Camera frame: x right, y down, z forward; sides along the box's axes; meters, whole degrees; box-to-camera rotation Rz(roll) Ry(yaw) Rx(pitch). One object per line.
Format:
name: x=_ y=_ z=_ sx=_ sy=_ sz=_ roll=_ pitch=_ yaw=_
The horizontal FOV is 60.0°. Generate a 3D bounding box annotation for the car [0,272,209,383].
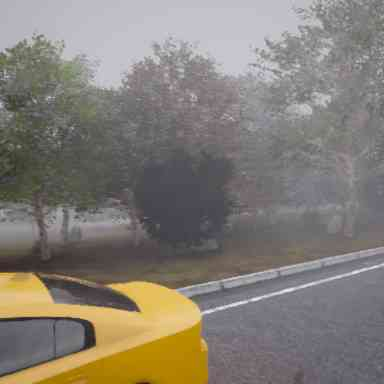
car: x=-2.179 y=1.478 z=2.438 sx=5.008 sy=1.535 sz=1.882 roll=0 pitch=0 yaw=-35
